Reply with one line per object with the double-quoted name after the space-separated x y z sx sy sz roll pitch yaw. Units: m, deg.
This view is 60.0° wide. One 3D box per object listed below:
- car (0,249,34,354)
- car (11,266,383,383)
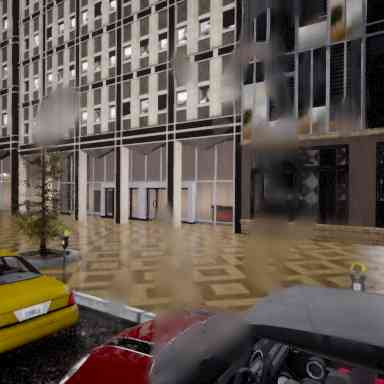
-3.955 1.524 5.687 4.829 1.417 1.752 0 1 36 "car"
0.810 1.440 2.287 4.097 1.590 1.967 0 1 36 "car"
